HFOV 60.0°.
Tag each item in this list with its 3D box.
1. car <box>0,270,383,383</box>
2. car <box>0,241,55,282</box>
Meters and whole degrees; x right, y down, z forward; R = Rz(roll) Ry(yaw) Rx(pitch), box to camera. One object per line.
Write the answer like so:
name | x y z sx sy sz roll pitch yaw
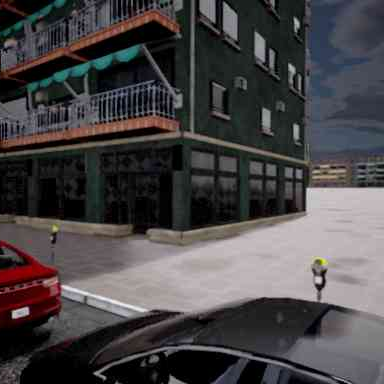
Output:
car | 0.467 1.555 2.539 4.313 1.339 1.947 1 0 35
car | -4.133 1.478 5.795 4.507 1.381 1.887 1 0 35
